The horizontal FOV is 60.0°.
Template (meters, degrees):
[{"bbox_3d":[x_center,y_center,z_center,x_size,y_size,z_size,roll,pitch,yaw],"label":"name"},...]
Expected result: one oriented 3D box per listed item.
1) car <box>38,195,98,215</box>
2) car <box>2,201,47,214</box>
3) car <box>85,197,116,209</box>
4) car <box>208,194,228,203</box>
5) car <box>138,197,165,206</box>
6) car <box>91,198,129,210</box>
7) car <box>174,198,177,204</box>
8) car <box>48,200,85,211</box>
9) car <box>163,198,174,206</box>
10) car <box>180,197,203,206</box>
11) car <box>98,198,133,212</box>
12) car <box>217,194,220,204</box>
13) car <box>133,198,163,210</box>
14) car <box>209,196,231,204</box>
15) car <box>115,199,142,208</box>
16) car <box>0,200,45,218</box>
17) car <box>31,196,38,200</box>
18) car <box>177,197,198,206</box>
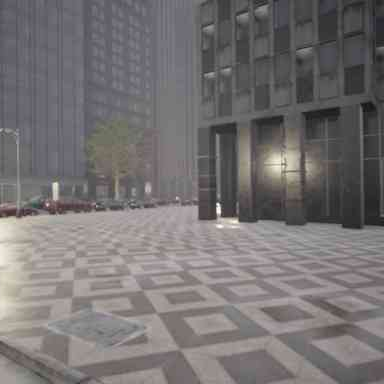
[{"bbox_3d":[-12.736,1.395,34.476,2.192,1.841,5.009,-1,0,35],"label":"car"},{"bbox_3d":[-19.736,1.776,39.335,1.947,1.339,4.313,-1,0,35],"label":"car"},{"bbox_3d":[-13.311,1.619,48.603,1.967,1.590,4.097,-1,0,35],"label":"car"},{"bbox_3d":[5.971,1.433,76.410,2.192,1.841,5.009,-1,0,35],"label":"car"},{"bbox_3d":[-6.979,1.680,57.731,1.752,1.417,4.829,-1,0,35],"label":"car"},{"bbox_3d":[-11.408,1.630,46.494,2.128,1.511,4.902,-1,0,35],"label":"car"},{"bbox_3d":[-3.667,1.710,62.506,1.947,1.339,4.313,-1,0,35],"label":"car"},{"bbox_3d":[-16.522,1.776,43.969,1.802,1.307,4.206,-1,0,35],"label":"car"},{"bbox_3d":[-5.549,1.716,54.872,1.895,1.301,4.718,-1,0,35],"label":"car"},{"bbox_3d":[-0.067,1.621,57.240,1.994,1.385,4.181,-1,-1,34],"label":"car"},{"bbox_3d":[-9.520,1.630,39.108,1.947,1.339,4.313,-1,0,35],"label":"car"},{"bbox_3d":[3.330,1.329,57.644,2.192,1.841,5.009,-1,0,35],"label":"car"},{"bbox_3d":[-6.307,1.614,43.741,1.947,1.339,4.313,-1,0,35],"label":"car"},{"bbox_3d":[5.617,1.532,65.452,2.128,1.511,4.902,-1,-1,35],"label":"car"},{"bbox_3d":[-10.095,1.748,53.237,1.802,1.307,4.206,-1,0,35],"label":"car"},{"bbox_3d":[-15.946,1.681,29.841,1.802,1.307,4.206,-1,0,35],"label":"car"},{"bbox_3d":[-17.135,1.388,38.265,2.150,2.045,5.566,-1,0,35],"label":"car"},{"bbox_3d":[0.119,1.568,53.009,1.887,1.381,4.507,-1,0,35],"label":"car"}]
